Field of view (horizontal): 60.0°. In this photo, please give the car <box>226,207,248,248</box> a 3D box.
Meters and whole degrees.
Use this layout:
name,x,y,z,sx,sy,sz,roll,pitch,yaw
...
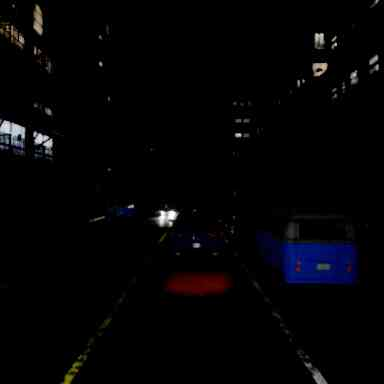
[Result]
name,x,y,z,sx,sy,sz,roll,pitch,yaw
car,2.766,1.528,14.419,1.947,1.339,4.313,0,0,0

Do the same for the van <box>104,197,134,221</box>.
name,x,y,z,sx,sy,sz,roll,pitch,yaw
van,-5.560,1.279,25.782,1.690,1.788,3.998,0,0,0

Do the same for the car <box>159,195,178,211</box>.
name,x,y,z,sx,sy,sz,roll,pitch,yaw
car,-2.892,1.400,40.096,2.128,1.511,4.902,0,0,0

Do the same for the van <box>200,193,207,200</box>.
name,x,y,z,sx,sy,sz,roll,pitch,yaw
van,3.137,1.194,92.052,1.690,1.788,3.998,0,0,0

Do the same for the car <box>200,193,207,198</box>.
name,x,y,z,sx,sy,sz,roll,pitch,yaw
car,3.110,1.400,86.422,1.887,1.381,4.507,0,0,0

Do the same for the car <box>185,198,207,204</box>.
name,x,y,z,sx,sy,sz,roll,pitch,yaw
car,0.233,1.491,30.106,1.994,1.385,4.181,0,0,0

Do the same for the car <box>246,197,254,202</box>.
name,x,y,z,sx,sy,sz,roll,pitch,yaw
car,13.797,1.465,68.418,5.009,1.841,2.192,1,-1,0

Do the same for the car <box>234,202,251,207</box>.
name,x,y,z,sx,sy,sz,roll,pitch,yaw
car,2.792,1.514,20.082,1.947,1.339,4.313,0,0,0

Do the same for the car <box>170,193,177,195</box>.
name,x,y,z,sx,sy,sz,roll,pitch,yaw
car,-5.298,1.427,80.832,1.947,1.339,4.313,0,0,0

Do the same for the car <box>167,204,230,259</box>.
name,x,y,z,sx,sy,sz,roll,pitch,yaw
car,0.139,1.445,12.509,1.882,1.535,5.008,0,0,0

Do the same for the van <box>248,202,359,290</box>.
name,x,y,z,sx,sy,sz,roll,pitch,yaw
van,2.740,1.317,8.757,1.690,1.788,3.998,0,0,0
